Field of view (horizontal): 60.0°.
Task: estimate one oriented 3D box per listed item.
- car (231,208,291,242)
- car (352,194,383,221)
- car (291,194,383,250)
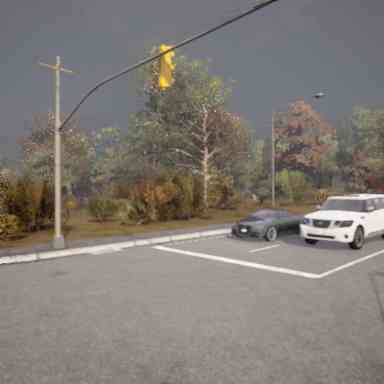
[{"bbox_3d":[3.829,1.522,16.388,4.181,1.385,1.994,-1,1,-42],"label":"car"},{"bbox_3d":[14.136,1.046,24.696,5.008,1.535,1.882,-4,2,-36],"label":"car"},{"bbox_3d":[6.944,1.145,14.520,5.566,2.045,2.150,-1,1,-41],"label":"car"}]
